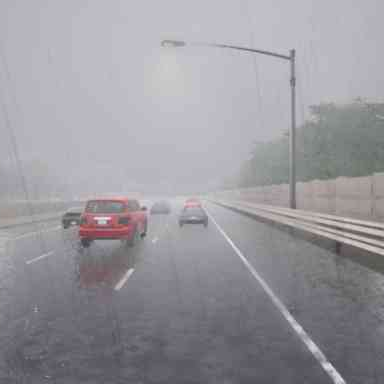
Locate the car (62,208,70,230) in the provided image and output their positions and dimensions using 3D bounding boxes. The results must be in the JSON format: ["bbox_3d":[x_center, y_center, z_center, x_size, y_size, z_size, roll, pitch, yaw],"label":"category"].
[{"bbox_3d":[-6.896,1.581,21.821,1.837,1.490,4.892,0,0,0],"label":"car"}]

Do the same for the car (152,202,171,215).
[{"bbox_3d":[-3.394,1.744,36.710,1.994,1.385,4.181,0,0,0],"label":"car"}]

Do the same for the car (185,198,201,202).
[{"bbox_3d":[0.107,1.569,41.828,2.097,1.767,4.553,0,0,0],"label":"car"}]

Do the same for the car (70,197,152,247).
[{"bbox_3d":[-3.397,1.260,15.267,2.150,2.045,5.566,0,0,0],"label":"car"}]

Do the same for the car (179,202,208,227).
[{"bbox_3d":[0.105,1.653,23.697,1.994,1.385,4.181,0,0,0],"label":"car"}]
